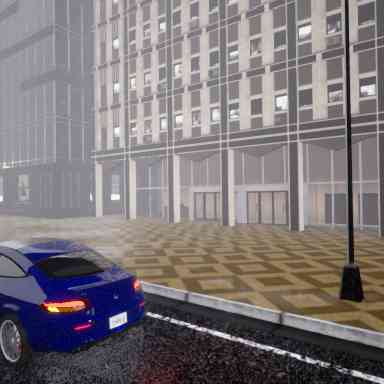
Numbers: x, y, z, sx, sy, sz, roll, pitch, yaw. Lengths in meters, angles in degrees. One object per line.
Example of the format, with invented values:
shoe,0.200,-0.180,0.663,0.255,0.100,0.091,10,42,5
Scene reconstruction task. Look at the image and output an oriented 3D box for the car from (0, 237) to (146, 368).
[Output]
car,-2.850,1.527,5.724,4.674,1.442,1.812,0,0,35
